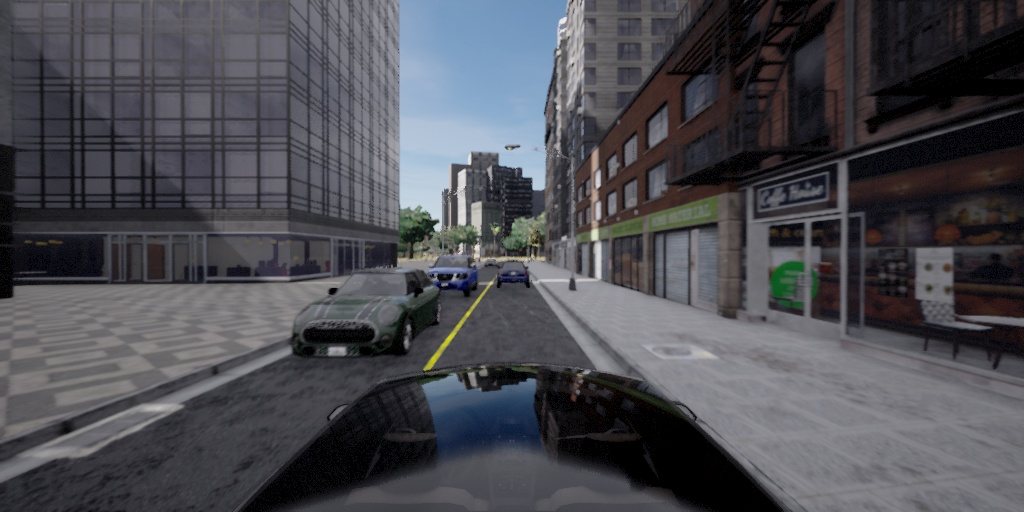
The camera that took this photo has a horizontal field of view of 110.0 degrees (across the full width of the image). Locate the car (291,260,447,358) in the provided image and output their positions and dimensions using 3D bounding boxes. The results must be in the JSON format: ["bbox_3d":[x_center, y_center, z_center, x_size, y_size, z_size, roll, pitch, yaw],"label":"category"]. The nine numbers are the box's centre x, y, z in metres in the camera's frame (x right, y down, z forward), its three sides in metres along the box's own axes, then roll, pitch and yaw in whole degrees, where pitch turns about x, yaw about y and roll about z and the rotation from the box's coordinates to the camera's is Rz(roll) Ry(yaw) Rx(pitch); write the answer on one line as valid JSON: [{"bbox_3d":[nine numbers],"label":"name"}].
[{"bbox_3d":[-3.096,1.096,8.601,2.097,1.767,4.553,0,0,0],"label":"car"}]

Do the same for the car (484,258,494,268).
[{"bbox_3d":[-3.084,1.035,53.337,1.994,1.385,4.181,0,1,0],"label":"car"}]

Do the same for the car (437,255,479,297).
[{"bbox_3d":[-3.063,0.949,19.222,2.150,2.045,5.566,0,0,0],"label":"car"}]

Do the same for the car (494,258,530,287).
[{"bbox_3d":[0.089,1.066,24.209,2.097,1.767,4.553,0,0,0],"label":"car"}]
